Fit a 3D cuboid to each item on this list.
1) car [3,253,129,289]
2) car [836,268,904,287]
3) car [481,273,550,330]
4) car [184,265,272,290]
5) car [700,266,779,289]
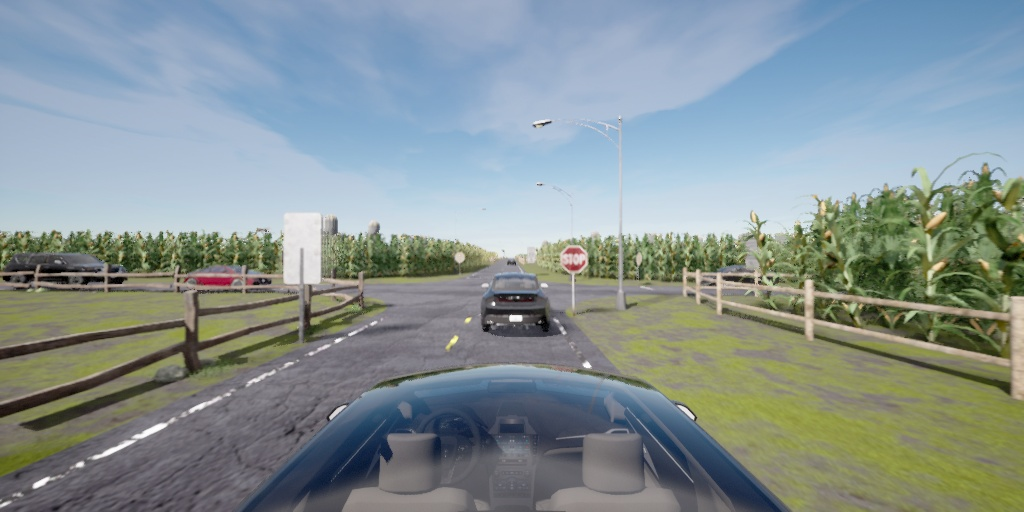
[{"bbox_3d":[-26.128,0.844,21.108,5.566,2.045,2.150,0,-1,0],"label":"car"},{"bbox_3d":[24.179,1.457,23.586,4.902,1.511,2.128,0,-1,0],"label":"car"},{"bbox_3d":[0.091,1.269,11.135,1.837,1.490,4.892,0,0,0],"label":"car"},{"bbox_3d":[-16.530,1.238,21.011,4.181,1.385,1.994,0,-1,1],"label":"car"},{"bbox_3d":[14.772,1.407,23.669,4.892,1.490,1.837,0,-1,0],"label":"car"}]
